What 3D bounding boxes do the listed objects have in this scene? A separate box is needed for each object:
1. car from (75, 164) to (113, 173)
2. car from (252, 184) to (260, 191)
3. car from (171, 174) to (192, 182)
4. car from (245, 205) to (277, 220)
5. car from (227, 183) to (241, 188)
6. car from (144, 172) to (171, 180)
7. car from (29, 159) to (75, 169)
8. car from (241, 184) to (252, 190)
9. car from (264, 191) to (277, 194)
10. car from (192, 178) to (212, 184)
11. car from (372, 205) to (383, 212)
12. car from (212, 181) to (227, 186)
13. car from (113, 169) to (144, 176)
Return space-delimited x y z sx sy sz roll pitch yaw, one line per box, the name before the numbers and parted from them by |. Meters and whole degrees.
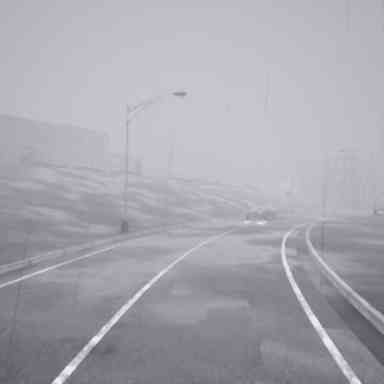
car | -13.937 -2.977 45.621 2.231 1.521 4.892 -3 -5 45
car | 14.339 -0.716 79.889 2.435 2.045 5.566 -2 -5 35
car | -2.700 -2.226 57.842 2.185 1.767 4.553 -3 -5 41
car | 6.860 1.983 32.729 1.812 1.442 4.674 -2 -2 35
car | 7.753 -1.173 70.781 2.231 1.521 4.892 -2 -5 38
car | -6.348 -2.399 53.695 2.097 1.535 5.008 -3 -5 42
car | -17.830 -3.238 41.716 2.231 1.521 4.892 -3 -5 45
car | 11.095 -0.957 75.316 2.185 1.767 4.553 -2 -5 36
car | 20.401 0.375 89.064 2.002 1.452 4.674 -2 -5 33
car | 0.978 -1.757 62.211 2.163 1.488 4.792 -3 -5 40
car | 35.627 3.131 62.552 4.718 1.301 1.895 3 -4 -44
car | 4.442 -1.441 66.496 2.002 1.452 4.674 -3 -5 39
car | -10.099 -2.653 49.615 2.002 1.452 4.674 -3 -5 44
